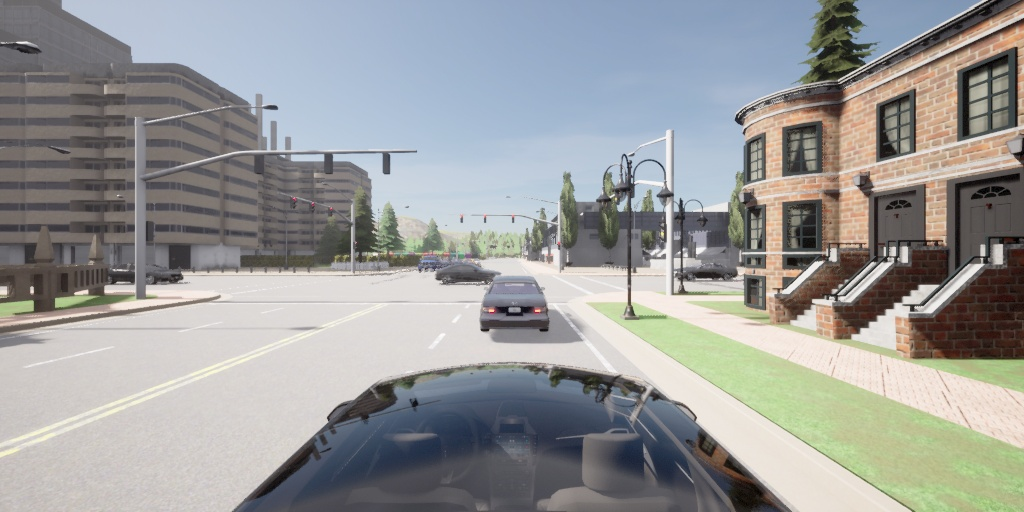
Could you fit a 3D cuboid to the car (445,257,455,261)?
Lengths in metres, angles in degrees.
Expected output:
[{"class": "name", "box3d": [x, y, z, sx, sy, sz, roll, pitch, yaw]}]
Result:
[{"class": "car", "box3d": [-10.651, 1.297, 57.188, 2.033, 1.411, 5.357, 0, 0, 0]}]

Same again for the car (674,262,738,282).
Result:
[{"class": "car", "box3d": [15.424, 1.241, 28.809, 4.902, 1.511, 2.128, 0, 0, -1]}]

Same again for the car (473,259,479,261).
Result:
[{"class": "car", "box3d": [-7.139, 1.227, 59.361, 1.882, 1.535, 5.008, 0, 0, 0]}]

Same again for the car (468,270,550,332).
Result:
[{"class": "car", "box3d": [0.072, 1.297, 10.846, 2.033, 1.411, 5.357, 0, 0, 0]}]

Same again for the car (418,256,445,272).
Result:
[{"class": "car", "box3d": [-10.640, 0.971, 46.874, 2.150, 2.045, 5.566, 0, 0, 0]}]

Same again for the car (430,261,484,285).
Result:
[{"class": "car", "box3d": [-3.017, 1.275, 25.064, 4.674, 1.442, 1.812, 0, 0, 1]}]

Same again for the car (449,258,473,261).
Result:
[{"class": "car", "box3d": [-7.135, 1.314, 50.272, 1.994, 1.385, 4.181, 0, 0, 0]}]

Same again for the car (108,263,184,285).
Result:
[{"class": "car", "box3d": [-26.184, 1.254, 25.388, 4.892, 1.490, 1.837, 0, 0, 0]}]
